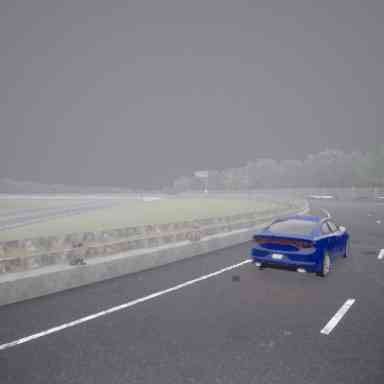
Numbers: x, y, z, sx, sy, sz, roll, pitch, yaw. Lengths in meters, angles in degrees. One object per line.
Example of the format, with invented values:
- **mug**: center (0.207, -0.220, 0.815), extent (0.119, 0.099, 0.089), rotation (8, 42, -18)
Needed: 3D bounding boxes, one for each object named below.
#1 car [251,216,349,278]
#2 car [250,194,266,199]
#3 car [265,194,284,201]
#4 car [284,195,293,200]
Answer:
- **car**: center (3.565, 1.477, 10.423), extent (1.882, 1.535, 5.008), rotation (0, 0, 35)
- **car**: center (18.899, 1.465, 93.546), extent (1.882, 1.535, 5.008), rotation (0, 0, -15)
- **car**: center (20.808, 1.544, 83.830), extent (1.994, 1.385, 4.181), rotation (0, 0, -10)
- **car**: center (24.116, 1.543, 85.349), extent (1.994, 1.385, 4.181), rotation (0, 0, -10)
